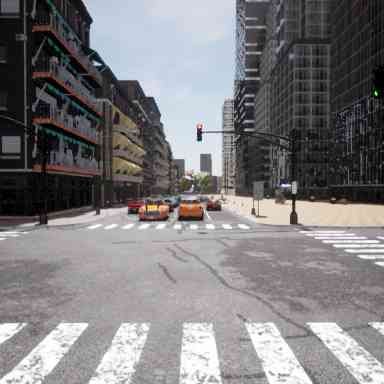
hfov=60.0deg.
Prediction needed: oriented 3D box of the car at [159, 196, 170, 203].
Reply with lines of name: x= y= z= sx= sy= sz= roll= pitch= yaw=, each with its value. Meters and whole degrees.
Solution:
car: x=-5.680 y=1.584 z=69.278 sx=1.802 sy=1.307 sz=4.206 roll=-1 pitch=0 yaw=0

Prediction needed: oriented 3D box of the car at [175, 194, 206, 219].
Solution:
car: x=-0.039 y=1.347 z=28.989 sx=2.097 sy=1.767 sz=4.553 roll=0 pitch=0 yaw=2

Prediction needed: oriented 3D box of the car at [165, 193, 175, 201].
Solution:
car: x=-5.679 y=1.322 z=86.225 sx=2.192 sy=1.841 sz=5.009 roll=-1 pitch=0 yaw=0

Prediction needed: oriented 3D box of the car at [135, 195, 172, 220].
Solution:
car: x=-3.091 y=1.348 z=27.640 sx=2.097 sy=1.767 sz=4.553 roll=0 pitch=0 yaw=0

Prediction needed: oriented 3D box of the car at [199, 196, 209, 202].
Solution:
car: x=2.669 y=1.548 z=74.982 sx=1.887 sy=1.381 sz=4.507 roll=-1 pitch=0 yaw=0

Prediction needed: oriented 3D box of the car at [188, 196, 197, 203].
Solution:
car: x=0.128 y=1.602 z=69.719 sx=1.895 sy=1.301 sz=4.718 roll=0 pitch=0 yaw=0

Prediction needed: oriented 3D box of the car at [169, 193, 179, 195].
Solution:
car: x=-3.032 y=1.220 z=58.283 sx=2.150 sy=2.045 sz=5.566 roll=0 pitch=0 yaw=1

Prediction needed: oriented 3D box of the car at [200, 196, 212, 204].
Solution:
car: x=2.666 y=1.551 z=63.684 sx=2.008 sy=1.369 sz=4.403 roll=-1 pitch=0 yaw=0

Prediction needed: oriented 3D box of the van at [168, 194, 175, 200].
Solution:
van: x=-5.676 y=1.350 z=91.873 sx=1.690 sy=1.788 sz=3.998 roll=-1 pitch=0 yaw=0

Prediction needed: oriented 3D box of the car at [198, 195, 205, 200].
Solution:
car: x=2.673 y=1.535 z=92.099 sx=1.752 sy=1.417 sz=4.829 roll=-1 pitch=0 yaw=0

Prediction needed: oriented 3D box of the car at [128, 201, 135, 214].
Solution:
car: x=-5.690 y=1.540 z=35.384 sx=1.887 sy=1.381 sz=4.507 roll=-1 pitch=0 yaw=0

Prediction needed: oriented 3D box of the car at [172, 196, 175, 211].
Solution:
car: x=-3.085 y=1.500 z=37.637 sx=1.837 sy=1.490 sz=4.892 roll=0 pitch=0 yaw=0

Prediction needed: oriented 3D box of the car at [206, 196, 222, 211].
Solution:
car: x=2.658 y=1.540 z=41.088 sx=1.887 sy=1.381 sz=4.507 roll=-1 pitch=0 yaw=0
